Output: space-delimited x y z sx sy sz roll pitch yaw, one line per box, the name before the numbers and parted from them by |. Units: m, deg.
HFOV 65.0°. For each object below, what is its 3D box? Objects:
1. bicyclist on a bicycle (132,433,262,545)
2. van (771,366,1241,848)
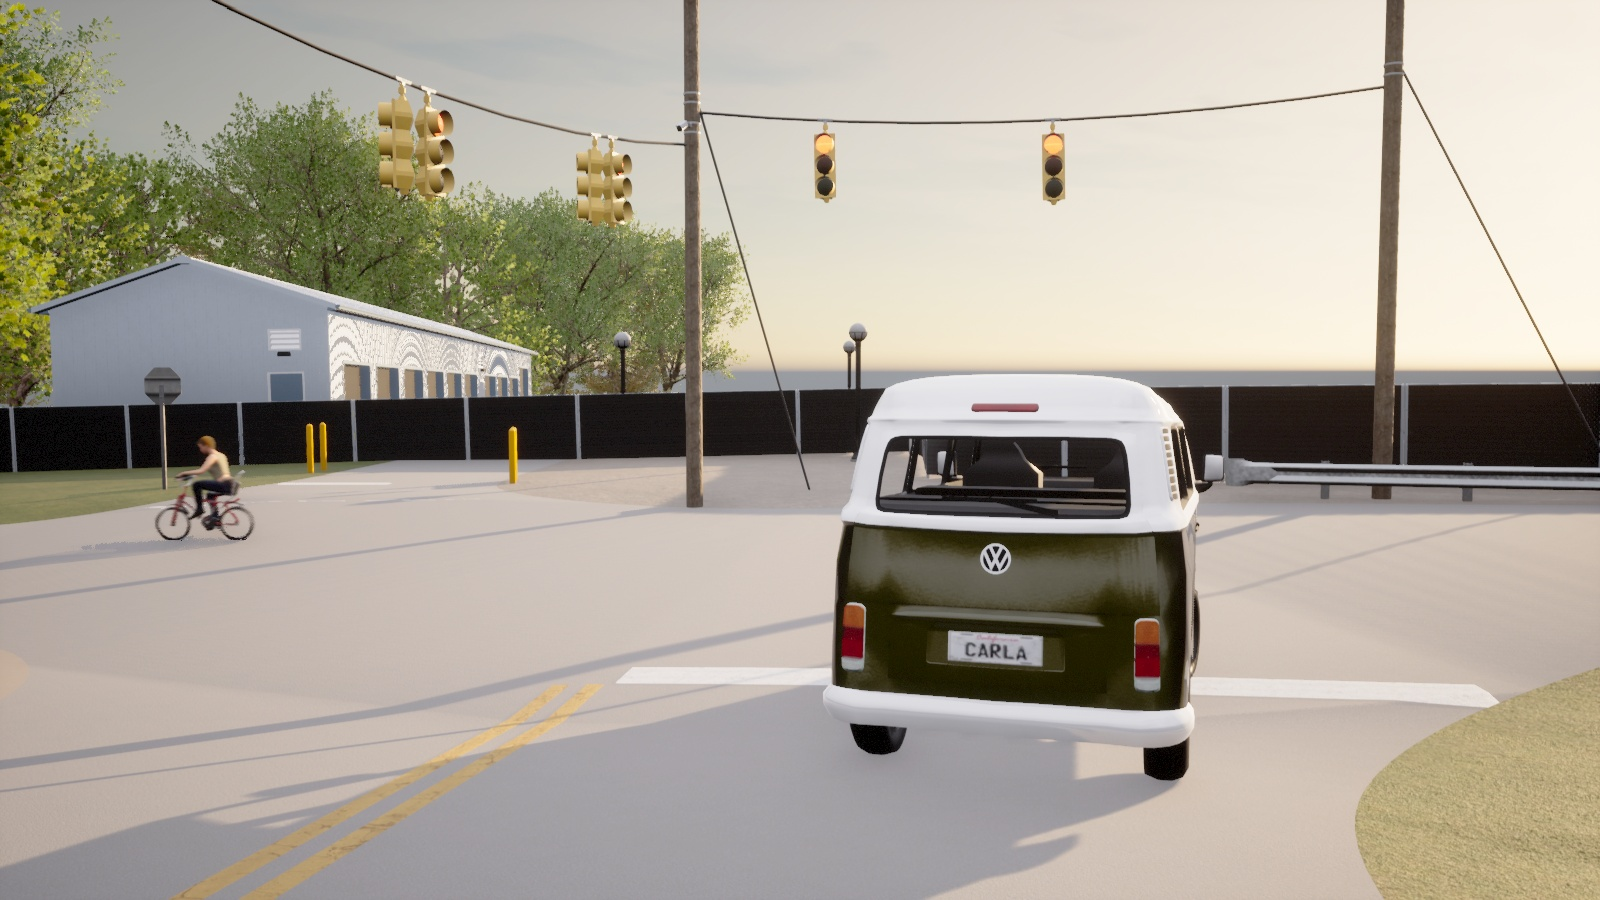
bicyclist on a bicycle | -9.185 0.579 19.190 1.509 1.612 0.866 0 5 -2
van | 1.546 0.609 7.742 2.069 2.038 4.480 1 1 18
